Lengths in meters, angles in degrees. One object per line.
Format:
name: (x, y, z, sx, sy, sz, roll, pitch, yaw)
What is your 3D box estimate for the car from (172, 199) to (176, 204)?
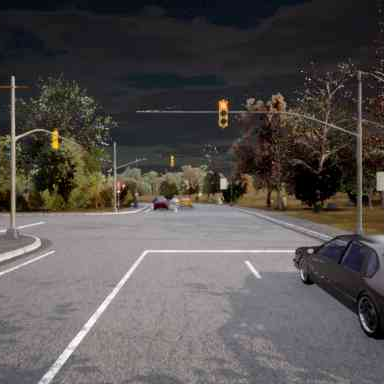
car: (-4.399, 2.365, 83.347, 1.812, 1.442, 4.674, 0, -1, -22)

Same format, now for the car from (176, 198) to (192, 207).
car: (-1.148, 1.712, 54.640, 1.882, 1.535, 5.008, 0, -1, -6)

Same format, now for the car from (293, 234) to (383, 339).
car: (3.611, 1.547, 6.493, 2.033, 1.411, 5.357, 0, 0, 0)

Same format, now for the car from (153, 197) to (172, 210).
car: (-3.960, 1.677, 43.422, 1.895, 1.301, 4.718, 0, -1, -2)
